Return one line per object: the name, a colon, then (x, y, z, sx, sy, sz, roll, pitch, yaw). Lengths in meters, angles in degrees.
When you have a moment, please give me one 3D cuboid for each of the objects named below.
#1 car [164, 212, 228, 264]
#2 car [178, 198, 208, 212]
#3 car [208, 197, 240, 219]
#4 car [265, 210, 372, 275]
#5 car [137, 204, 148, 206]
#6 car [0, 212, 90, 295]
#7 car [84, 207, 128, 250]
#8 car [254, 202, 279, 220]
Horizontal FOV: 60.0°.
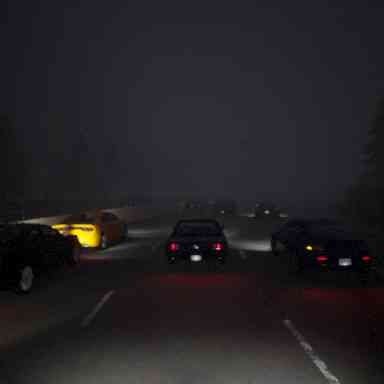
car: (0.243, 1.612, 11.843, 1.895, 1.301, 4.718, -1, 0, 3)
car: (0.665, 1.384, 34.344, 2.097, 1.767, 4.553, -1, 0, 19)
car: (3.082, 1.466, 29.456, 1.882, 1.535, 5.008, -1, 0, 14)
car: (3.679, 1.481, 10.137, 1.812, 1.442, 4.674, -1, 0, 2)
car: (-7.442, 1.388, 43.244, 2.150, 2.045, 5.566, -1, 0, 20)
car: (-4.636, 1.562, 9.013, 1.882, 1.535, 5.008, -1, 0, 2)
car: (-4.300, 1.564, 14.753, 1.882, 1.535, 5.008, -1, 0, 5)
car: (6.164, 1.501, 27.321, 1.994, 1.385, 4.181, -1, 0, 13)
